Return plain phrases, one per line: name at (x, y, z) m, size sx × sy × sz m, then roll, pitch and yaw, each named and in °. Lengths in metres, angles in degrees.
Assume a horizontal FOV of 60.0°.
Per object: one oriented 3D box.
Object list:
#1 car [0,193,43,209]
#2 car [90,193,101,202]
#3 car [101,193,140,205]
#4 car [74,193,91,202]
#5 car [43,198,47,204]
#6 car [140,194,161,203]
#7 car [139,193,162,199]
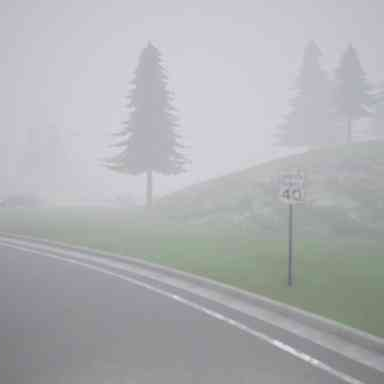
car at (-19.360, 0.913, 36.557) m, size 2.097 × 1.767 × 4.553 m, roll 1°, pitch 0°, yaw 37°
car at (-13.983, 1.111, 55.545) m, size 1.895 × 1.301 × 4.718 m, roll 1°, pitch 0°, yaw 37°
car at (-10.403, 0.943, 48.647) m, size 2.097 × 1.767 × 4.553 m, roll 1°, pitch 1°, yaw 37°
car at (-17.563, 0.956, 56.556) m, size 2.128 × 1.511 × 4.902 m, roll 1°, pitch 0°, yaw 37°
car at (-20.602, 1.070, 40.764) m, size 2.033 × 1.411 × 5.357 m, roll 1°, pitch 0°, yaw 37°
car at (-7.697, 1.073, 58.087) m, size 1.837 × 1.490 × 4.892 m, roll 1°, pitch 0°, yaw 37°
car at (-8.507, 0.806, 68.748) m, size 1.895 × 1.301 × 4.718 m, roll 1°, pitch 0°, yaw 36°
